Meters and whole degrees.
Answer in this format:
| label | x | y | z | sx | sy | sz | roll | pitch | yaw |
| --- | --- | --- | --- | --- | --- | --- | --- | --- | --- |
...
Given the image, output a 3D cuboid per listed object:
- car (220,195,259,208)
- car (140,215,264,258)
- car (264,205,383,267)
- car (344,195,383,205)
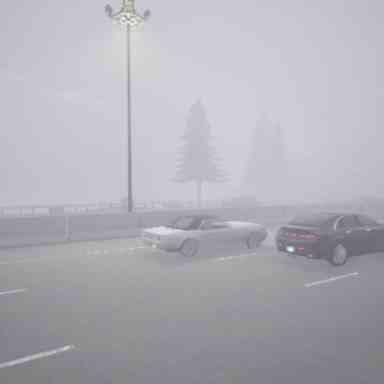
| label | x | y | z | sx | sy | sz | roll | pitch | yaw |
| --- | --- | --- | --- | --- | --- | --- | --- | --- | --- |
| car | 5.666 | 1.184 | 39.492 | 4.892 | 1.490 | 1.837 | -1 | 0 | -26 |
| car | 0.576 | 1.512 | 12.413 | 4.718 | 1.301 | 1.895 | -1 | 0 | -33 |
| car | 4.929 | 1.385 | 10.965 | 4.892 | 1.490 | 1.837 | -1 | 0 | -31 |
| car | 19.698 | 1.050 | 38.143 | 4.902 | 1.511 | 2.128 | -1 | 0 | -22 |
